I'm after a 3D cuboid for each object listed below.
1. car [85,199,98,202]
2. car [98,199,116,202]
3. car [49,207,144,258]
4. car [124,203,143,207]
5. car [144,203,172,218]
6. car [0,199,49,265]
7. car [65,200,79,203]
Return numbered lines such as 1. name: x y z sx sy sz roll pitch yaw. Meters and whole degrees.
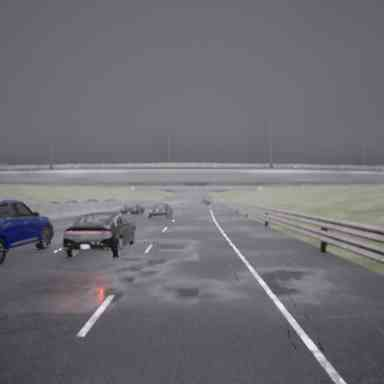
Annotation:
1. car: -19.294 2.083 63.621 2.097 1.767 4.553 0 -1 3
2. car: -15.797 2.086 63.636 2.097 1.767 4.553 0 -1 3
3. car: -3.399 1.538 13.029 2.128 1.511 4.902 0 0 0
4. car: -6.392 1.903 36.438 1.895 1.301 4.718 0 -1 2
5. car: -3.041 1.796 32.600 2.033 1.411 5.357 0 -1 2
6. car: -6.904 1.259 11.606 2.150 2.045 5.566 0 0 0
7. car: -22.825 2.237 62.898 1.812 1.442 4.674 0 -1 3
